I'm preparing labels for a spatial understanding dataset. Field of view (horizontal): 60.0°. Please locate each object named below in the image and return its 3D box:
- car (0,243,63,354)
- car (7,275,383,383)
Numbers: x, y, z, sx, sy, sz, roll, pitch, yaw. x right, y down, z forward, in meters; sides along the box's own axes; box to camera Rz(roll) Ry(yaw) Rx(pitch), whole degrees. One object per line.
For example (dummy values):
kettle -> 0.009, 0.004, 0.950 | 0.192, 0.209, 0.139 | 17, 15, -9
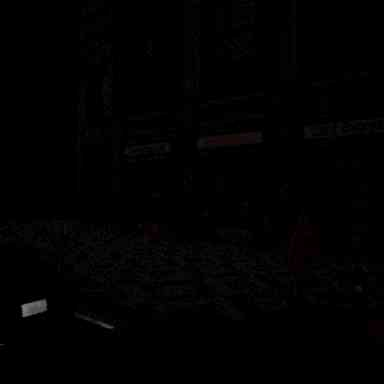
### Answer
car -> -3.730, 1.530, 5.542 | 4.313, 1.339, 1.947 | 0, 0, 36
car -> 0.839, 1.542, 2.261 | 4.507, 1.381, 1.887 | 0, 0, 36
